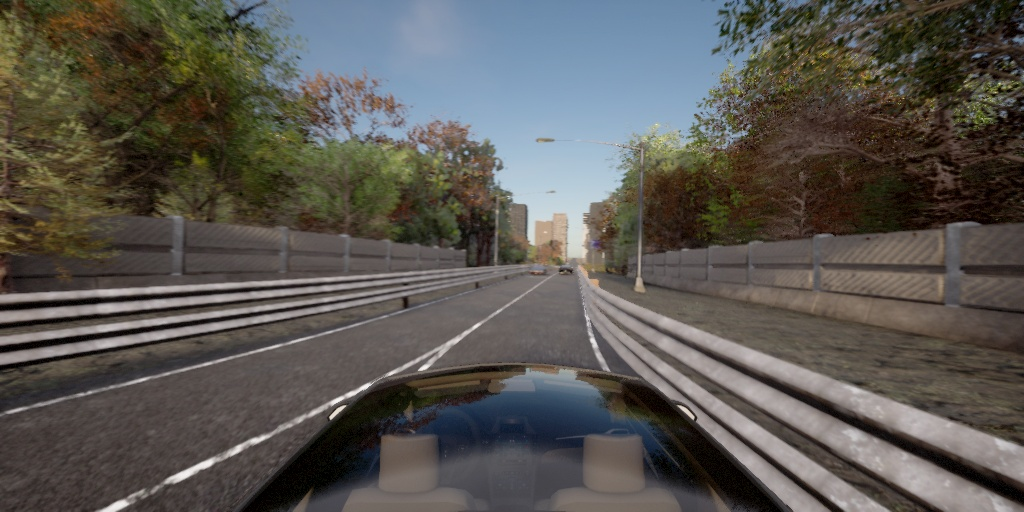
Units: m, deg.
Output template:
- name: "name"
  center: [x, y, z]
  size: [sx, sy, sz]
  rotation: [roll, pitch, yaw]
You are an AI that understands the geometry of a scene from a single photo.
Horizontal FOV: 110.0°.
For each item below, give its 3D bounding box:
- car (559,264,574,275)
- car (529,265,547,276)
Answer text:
- name: "car"
  center: [7.747, 1.948, 51.523]
  size: [1.882, 1.535, 5.008]
  rotation: [2, -1, 10]
- name: "car"
  center: [3.431, 1.813, 46.061]
  size: [2.033, 1.411, 5.357]
  rotation: [2, -1, 10]
